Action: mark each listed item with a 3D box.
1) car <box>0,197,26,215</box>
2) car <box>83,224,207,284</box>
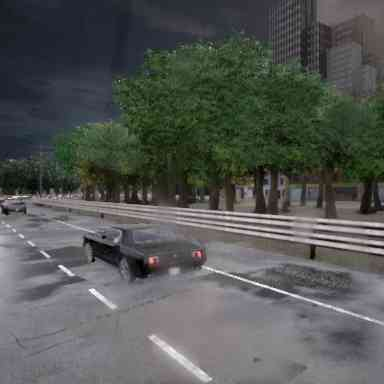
[{"bbox_3d":[-18.166,1.482,33.894,2.128,1.511,4.902,0,0,-34],"label":"car"},{"bbox_3d":[-1.667,1.600,9.783,1.895,1.301,4.718,0,0,-34],"label":"car"}]
